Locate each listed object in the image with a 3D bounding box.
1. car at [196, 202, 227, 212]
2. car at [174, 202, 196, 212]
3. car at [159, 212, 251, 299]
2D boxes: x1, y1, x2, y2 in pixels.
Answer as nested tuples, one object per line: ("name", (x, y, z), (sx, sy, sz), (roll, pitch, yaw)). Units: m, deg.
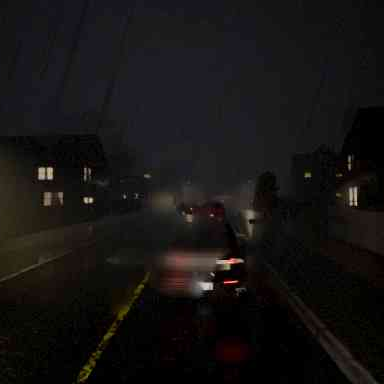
("car", (1.644, 1.478, 25.552), (1.882, 1.535, 5.008), (0, 0, 6))
("car", (-0.478, 1.615, 32.394), (1.895, 1.301, 4.718), (0, 0, 8))
("car", (0.341, 1.496, 8.454), (2.128, 1.511, 4.902), (0, 0, 3))
